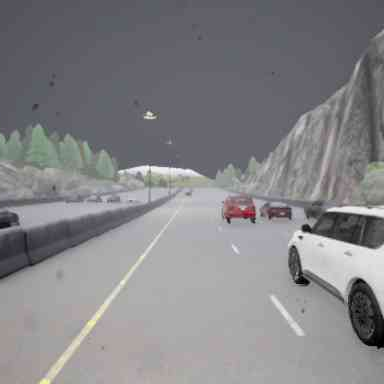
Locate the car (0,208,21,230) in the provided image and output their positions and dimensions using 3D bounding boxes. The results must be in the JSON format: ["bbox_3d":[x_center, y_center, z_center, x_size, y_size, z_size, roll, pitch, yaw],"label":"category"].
[{"bbox_3d":[-10.592,1.558,16.779,2.128,1.511,4.902,0,0,0],"label":"car"}]

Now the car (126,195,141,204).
[{"bbox_3d":[-10.504,1.293,59.915,1.812,1.442,4.674,0,1,1],"label":"car"}]

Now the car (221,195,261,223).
[{"bbox_3d":[3.610,1.281,26.245,2.150,2.045,5.566,0,0,0],"label":"car"}]

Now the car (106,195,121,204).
[{"bbox_3d":[-14.003,1.271,59.851,1.837,1.490,4.892,0,1,1],"label":"car"}]

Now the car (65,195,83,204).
[{"bbox_3d":[-20.989,1.318,59.706,2.033,1.411,5.357,0,1,0],"label":"car"}]

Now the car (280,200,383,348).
[{"bbox_3d":[3.600,1.261,6.504,2.150,2.045,5.566,0,0,0],"label":"car"}]

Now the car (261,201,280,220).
[{"bbox_3d":[7.111,1.531,28.616,1.882,1.535,5.008,0,0,0],"label":"car"}]

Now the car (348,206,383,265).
[{"bbox_3d":[7.103,1.406,10.638,2.097,1.767,4.553,0,0,0],"label":"car"}]

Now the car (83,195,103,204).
[{"bbox_3d":[-17.498,1.294,59.792,1.812,1.442,4.674,0,1,1],"label":"car"}]

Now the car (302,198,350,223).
[{"bbox_3d":[10.609,1.410,26.753,2.097,1.767,4.553,0,0,0],"label":"car"}]
